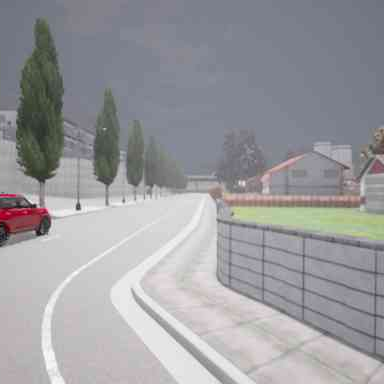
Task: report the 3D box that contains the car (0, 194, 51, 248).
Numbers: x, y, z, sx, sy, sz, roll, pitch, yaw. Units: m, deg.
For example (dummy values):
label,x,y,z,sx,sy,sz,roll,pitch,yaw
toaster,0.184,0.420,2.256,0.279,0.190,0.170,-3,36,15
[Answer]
label,x,y,z,sx,sy,sz,roll,pitch,yaw
car,-8.213,1.081,14.257,2.150,2.045,5.566,0,0,3
